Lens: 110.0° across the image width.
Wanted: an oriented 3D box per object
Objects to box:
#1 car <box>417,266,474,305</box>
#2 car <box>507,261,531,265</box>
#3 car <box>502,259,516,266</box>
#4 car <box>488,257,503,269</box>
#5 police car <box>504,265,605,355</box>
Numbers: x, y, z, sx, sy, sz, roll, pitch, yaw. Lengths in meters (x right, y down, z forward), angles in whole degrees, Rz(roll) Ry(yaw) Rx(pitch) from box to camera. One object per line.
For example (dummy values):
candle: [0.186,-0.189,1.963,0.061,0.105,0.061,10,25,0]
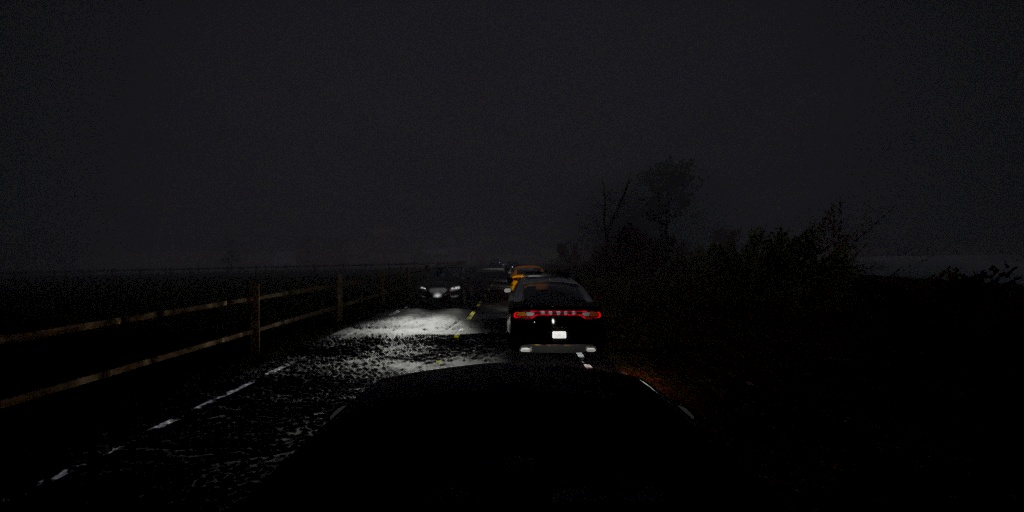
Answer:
car: [-2.846,1.241,16.137,2.128,1.511,4.902,0,0,0]
car: [0.832,1.228,18.744,1.882,1.535,5.008,0,0,0]
car: [0.063,1.334,46.642,1.994,1.385,4.181,0,0,0]
car: [-2.807,1.142,59.439,2.097,1.767,4.553,0,0,0]
police car: [0.828,1.174,8.853,1.930,1.638,5.238,0,0,0]
